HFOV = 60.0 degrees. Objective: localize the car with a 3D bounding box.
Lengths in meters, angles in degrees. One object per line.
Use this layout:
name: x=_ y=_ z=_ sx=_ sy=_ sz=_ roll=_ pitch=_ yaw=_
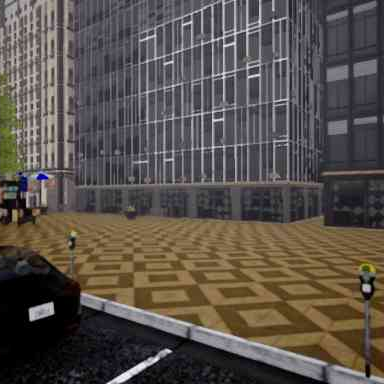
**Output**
car: x=-3.611 y=1.562 z=5.465 sx=4.313 sy=1.339 sz=1.947 roll=0 pitch=0 yaw=36
